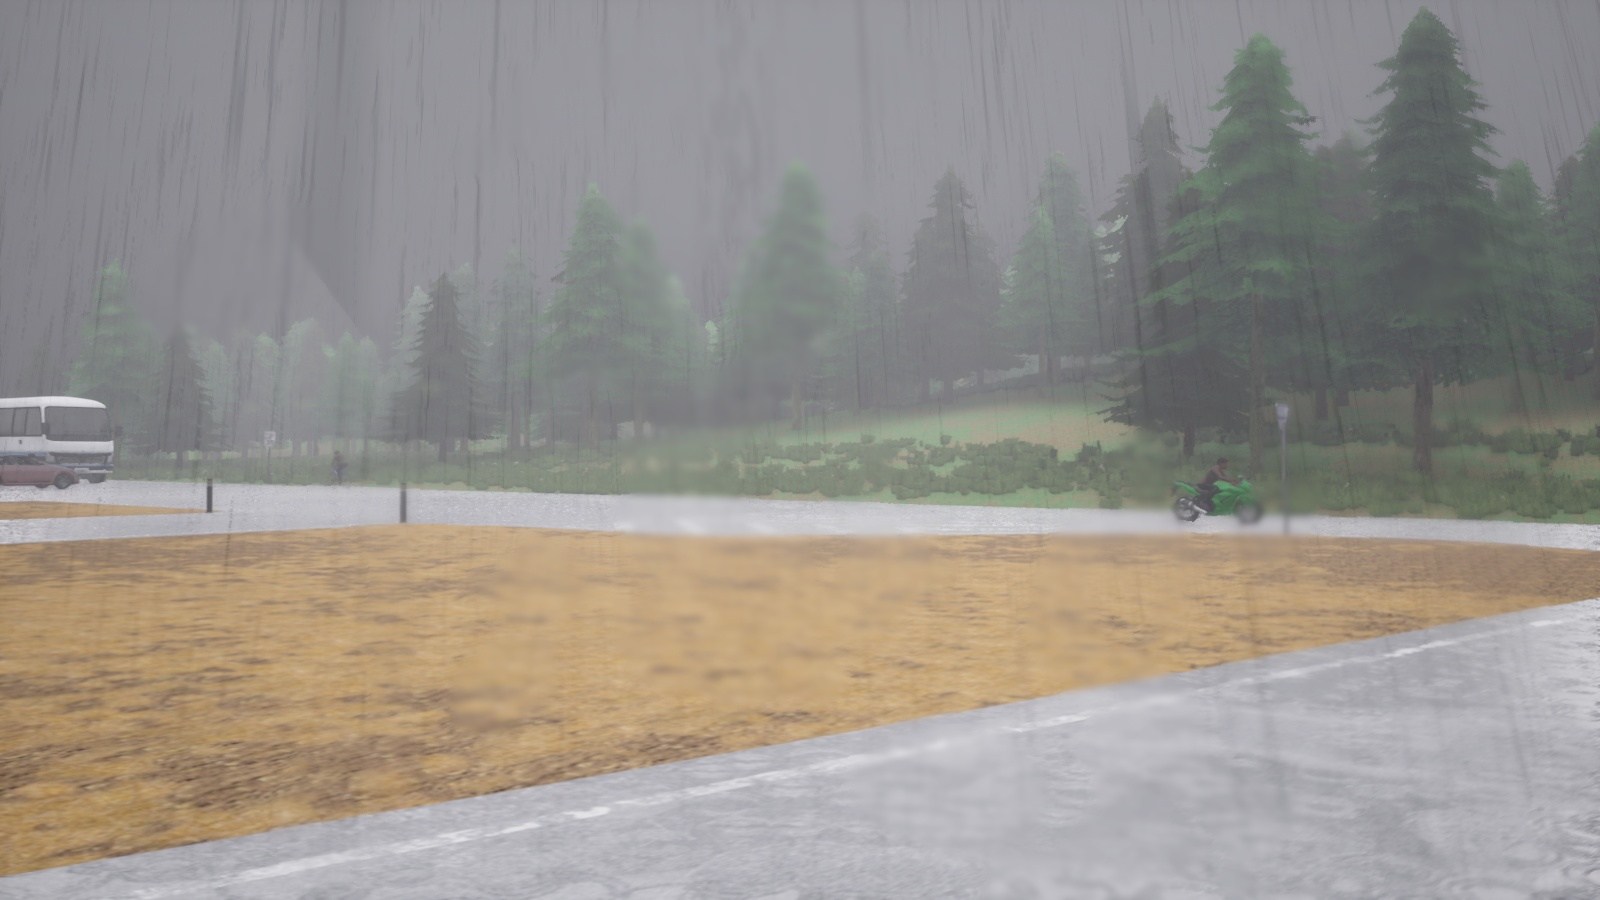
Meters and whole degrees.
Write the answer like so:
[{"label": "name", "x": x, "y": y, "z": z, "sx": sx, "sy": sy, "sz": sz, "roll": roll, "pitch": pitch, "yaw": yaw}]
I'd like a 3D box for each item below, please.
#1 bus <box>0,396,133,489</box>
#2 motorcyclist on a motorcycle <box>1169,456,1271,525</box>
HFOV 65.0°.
[{"label": "bus", "x": -37.644, "y": -0.328, "z": 62.187, "sx": 10.273, "sy": 4.253, "sz": 3.944, "roll": 0, "pitch": 0, "yaw": 36}, {"label": "motorcyclist on a motorcycle", "x": 9.495, "y": 0.888, "z": 28.439, "sx": 2.044, "sy": 1.523, "sz": 0.797, "roll": 0, "pitch": 0, "yaw": 36}]
